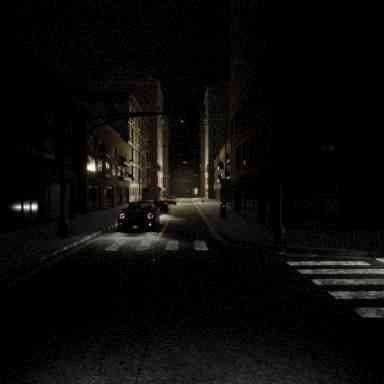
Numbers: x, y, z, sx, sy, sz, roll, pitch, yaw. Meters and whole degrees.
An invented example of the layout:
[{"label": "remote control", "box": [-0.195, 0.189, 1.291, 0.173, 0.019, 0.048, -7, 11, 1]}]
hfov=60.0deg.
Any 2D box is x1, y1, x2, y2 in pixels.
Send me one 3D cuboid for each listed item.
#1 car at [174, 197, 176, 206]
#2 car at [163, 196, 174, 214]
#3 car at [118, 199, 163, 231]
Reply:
[{"label": "car", "box": [-3.620, 1.446, 55.576, 1.882, 1.535, 5.008, 0, 0, -1]}, {"label": "car", "box": [-3.408, 1.479, 35.619, 2.128, 1.511, 4.902, 0, 0, -1]}, {"label": "car", "box": [-3.158, 1.350, 20.465, 2.097, 1.767, 4.553, 0, 0, -1]}]
